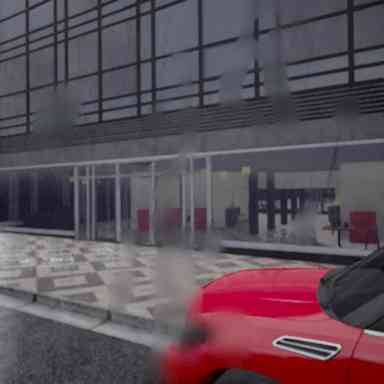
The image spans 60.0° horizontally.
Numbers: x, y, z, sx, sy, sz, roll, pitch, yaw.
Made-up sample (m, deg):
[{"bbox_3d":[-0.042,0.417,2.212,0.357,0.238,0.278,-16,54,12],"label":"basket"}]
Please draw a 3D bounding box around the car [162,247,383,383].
[{"bbox_3d":[2.472,1.225,2.460,5.566,2.045,2.150,0,0,29],"label":"car"}]
